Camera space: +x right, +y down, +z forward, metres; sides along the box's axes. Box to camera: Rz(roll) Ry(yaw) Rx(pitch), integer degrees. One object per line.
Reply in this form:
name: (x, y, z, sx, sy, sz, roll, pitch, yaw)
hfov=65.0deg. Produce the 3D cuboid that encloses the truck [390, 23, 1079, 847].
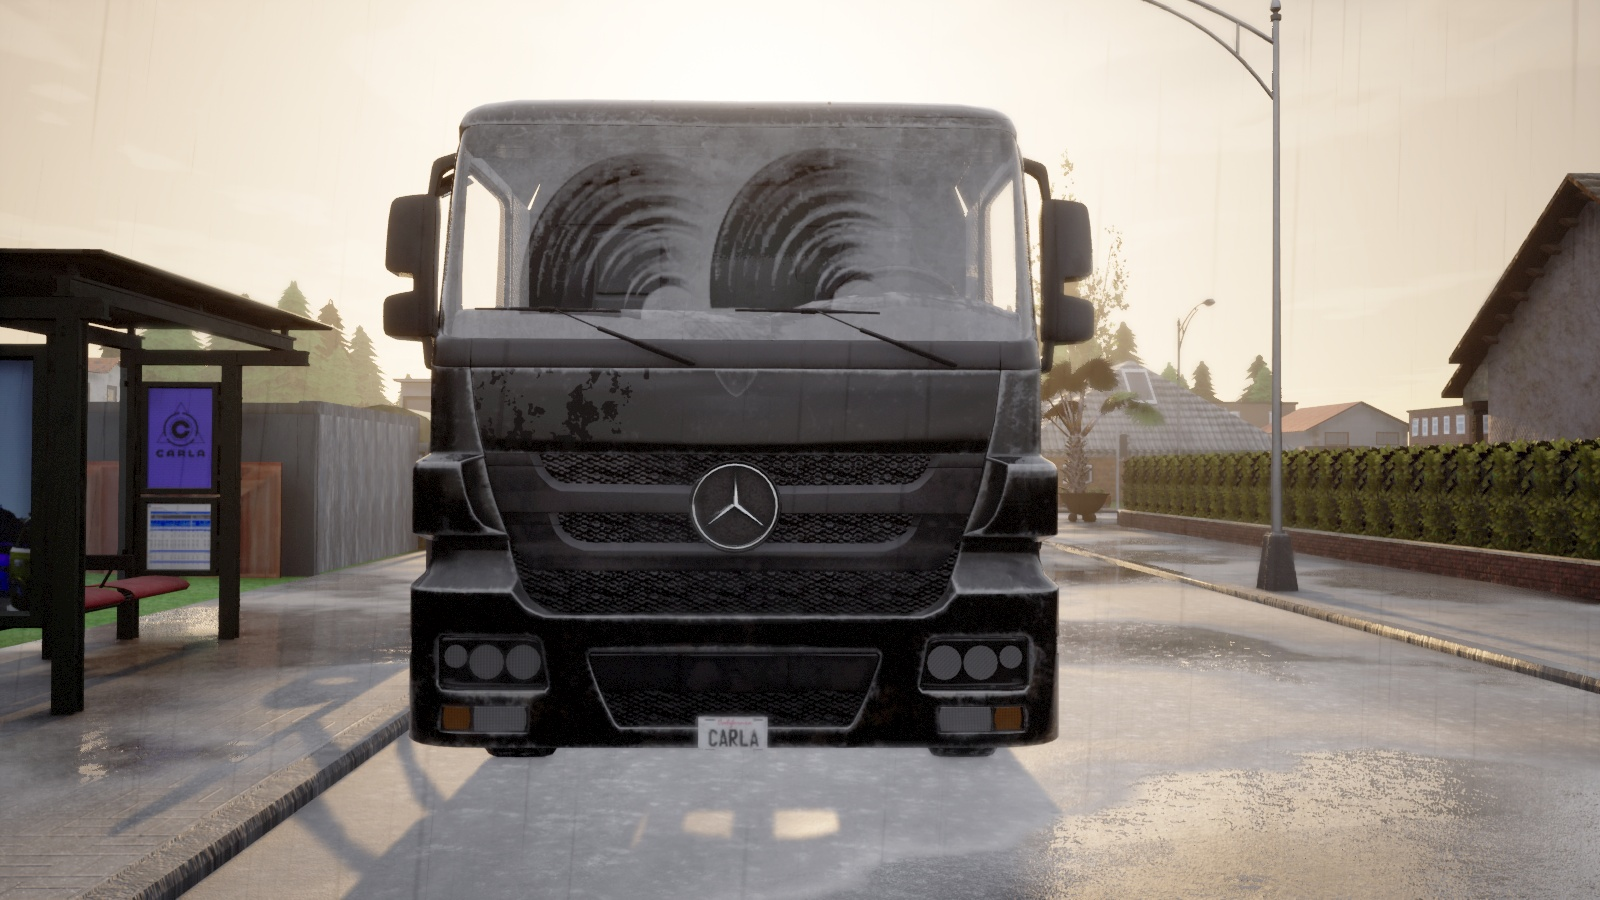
truck: (-0.345, -0.011, 9.266, 2.891, 3.462, 7.936, 0, -1, -1)
